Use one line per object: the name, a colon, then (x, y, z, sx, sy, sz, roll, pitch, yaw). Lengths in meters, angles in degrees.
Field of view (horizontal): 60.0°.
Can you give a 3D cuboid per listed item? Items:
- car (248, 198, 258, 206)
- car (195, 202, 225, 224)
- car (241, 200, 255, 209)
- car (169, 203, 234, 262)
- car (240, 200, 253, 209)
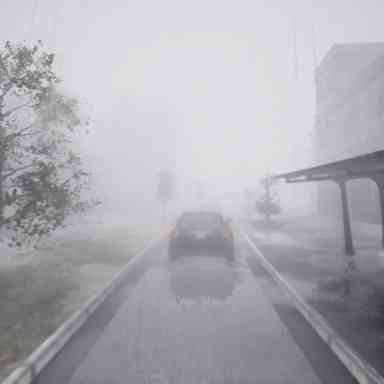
car: (16.056, 2.532, 86.832, 2.435, 2.045, 5.566, 0, -1, 12)
car: (1.601, 1.667, 27.355, 2.128, 1.511, 4.902, 0, -1, 7)
car: (10.129, 2.274, 59.747, 2.163, 1.488, 4.792, 0, -1, 12)
car: (0.413, 1.395, 12.416, 2.097, 1.767, 4.553, 0, 0, 4)
car: (8.977, 2.135, 54.372, 2.097, 1.535, 5.008, -1, -1, 12)
